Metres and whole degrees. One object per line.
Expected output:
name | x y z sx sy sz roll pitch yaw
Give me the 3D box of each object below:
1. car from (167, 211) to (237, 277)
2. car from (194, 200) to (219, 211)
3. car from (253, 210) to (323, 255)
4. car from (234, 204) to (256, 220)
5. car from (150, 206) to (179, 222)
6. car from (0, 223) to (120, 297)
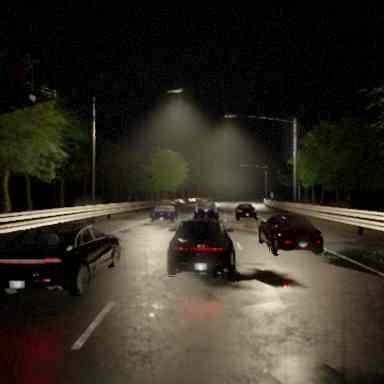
car | 0.298 1.597 10.593 1.837 1.490 4.892 0 0 2
car | 1.354 1.613 29.830 2.097 1.767 4.553 0 -1 4
car | 3.904 1.646 13.701 1.812 1.442 4.674 0 0 2
car | 4.949 1.798 30.942 1.812 1.442 4.674 0 -1 5
car | -2.252 1.849 28.688 1.895 1.301 4.718 0 -1 4
car | -3.263 1.567 8.769 2.128 1.511 4.902 0 0 2
